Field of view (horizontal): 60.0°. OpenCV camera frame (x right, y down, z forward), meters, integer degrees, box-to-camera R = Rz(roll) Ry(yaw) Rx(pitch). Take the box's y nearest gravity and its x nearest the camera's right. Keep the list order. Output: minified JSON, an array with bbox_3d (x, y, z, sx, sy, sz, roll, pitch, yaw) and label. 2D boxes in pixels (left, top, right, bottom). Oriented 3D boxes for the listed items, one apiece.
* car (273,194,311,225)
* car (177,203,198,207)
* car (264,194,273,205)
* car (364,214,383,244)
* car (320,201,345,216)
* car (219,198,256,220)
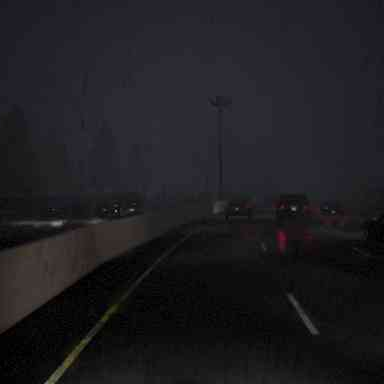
[{"bbox_3d":[7.010,1.123,23.228,2.150,2.045,5.566,0,0,15],"label":"car"},{"bbox_3d":[-0.149,1.304,36.408,2.128,1.511,4.902,0,0,18],"label":"car"},{"bbox_3d":[12.354,1.052,51.688,1.882,1.535,5.008,0,0,18],"label":"car"},{"bbox_3d":[8.309,1.434,12.798,1.882,1.535,5.008,0,0,8],"label":"car"},{"bbox_3d":[13.236,1.475,31.631,1.895,1.301,4.718,0,0,18],"label":"car"},{"bbox_3d":[3.734,1.191,25.351,2.163,1.488,4.792,0,0,15],"label":"car"}]
